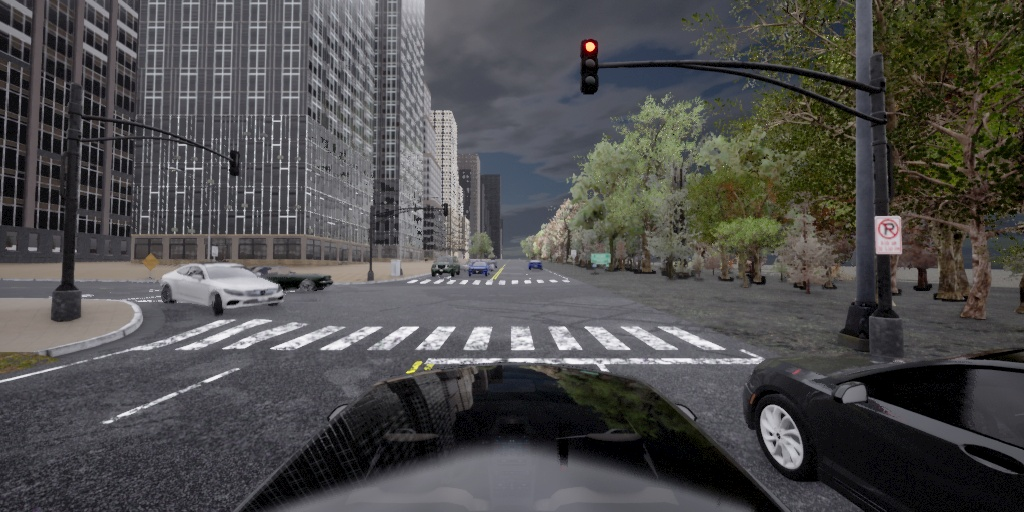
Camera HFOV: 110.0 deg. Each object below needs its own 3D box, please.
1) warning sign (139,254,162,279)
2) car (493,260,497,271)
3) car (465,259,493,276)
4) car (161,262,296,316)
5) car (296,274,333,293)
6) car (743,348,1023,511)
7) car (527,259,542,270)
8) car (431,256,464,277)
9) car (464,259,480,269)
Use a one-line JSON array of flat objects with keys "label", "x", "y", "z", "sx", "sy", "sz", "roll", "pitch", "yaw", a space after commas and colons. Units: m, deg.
[{"label": "warning sign", "x": -26.156, "y": 0.734, "z": 25.896, "sx": 1.060, "sy": 1.860, "sz": 1.300, "roll": 0, "pitch": 0, "yaw": -4}, {"label": "car", "x": -3.342, "y": 1.381, "z": 46.419, "sx": 1.895, "sy": 1.301, "sz": 4.718, "roll": 0, "pitch": 0, "yaw": 0}, {"label": "car", "x": -3.339, "y": 1.252, "z": 37.094, "sx": 1.882, "sy": 1.535, "sz": 5.008, "roll": 0, "pitch": 0, "yaw": 0}, {"label": "car", "x": -9.762, "y": 0.950, "z": 12.021, "sx": 4.674, "sy": 1.442, "sz": 1.812, "roll": 3, "pitch": 1, "yaw": 25}, {"label": "car", "x": -11.682, "y": 1.154, "z": 18.011, "sx": 4.718, "sy": 1.301, "sz": 1.895, "roll": 1, "pitch": -2, "yaw": -13}, {"label": "car", "x": 3.348, "y": 1.248, "z": 1.803, "sx": 1.837, "sy": 1.490, "sz": 4.892, "roll": -1, "pitch": 0, "yaw": 0}, {"label": "car", "x": 3.353, "y": 1.250, "z": 53.263, "sx": 1.882, "sy": 1.535, "sz": 5.008, "roll": -1, "pitch": 0, "yaw": 0}, {"label": "car", "x": -6.595, "y": 0.995, "z": 36.238, "sx": 2.150, "sy": 2.045, "sz": 5.566, "roll": 0, "pitch": 0, "yaw": 0}, {"label": "car", "x": -6.574, "y": 1.281, "z": 59.370, "sx": 2.128, "sy": 1.511, "sz": 4.902, "roll": 0, "pitch": 0, "yaw": 0}]
